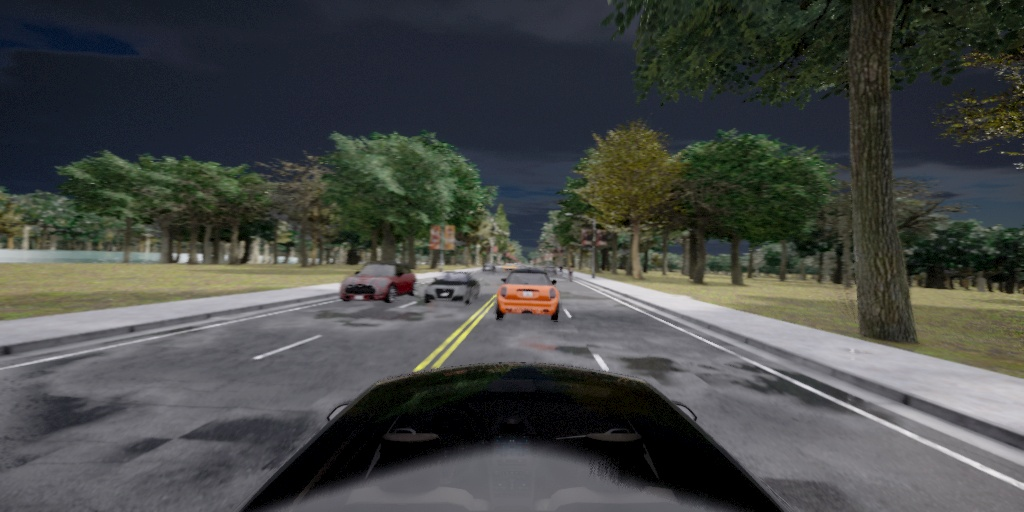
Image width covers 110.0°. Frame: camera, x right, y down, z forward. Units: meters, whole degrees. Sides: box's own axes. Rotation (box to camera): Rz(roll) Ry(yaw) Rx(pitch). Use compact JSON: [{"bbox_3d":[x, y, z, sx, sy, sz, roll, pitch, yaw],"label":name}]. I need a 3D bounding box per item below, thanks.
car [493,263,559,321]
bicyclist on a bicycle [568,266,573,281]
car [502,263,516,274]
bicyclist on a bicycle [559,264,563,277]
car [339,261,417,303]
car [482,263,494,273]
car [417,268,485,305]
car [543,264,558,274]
[{"bbox_3d":[0.623,1.270,13.593,2.097,1.767,4.553,2,-1,3],"label":"car"},{"bbox_3d":[5.896,1.823,36.029,0.582,1.620,1.656,2,-1,3],"label":"bicyclist on a bicycle"},{"bbox_3d":[-0.384,1.935,57.535,1.882,1.535,5.008,2,-1,4],"label":"car"},{"bbox_3d":[6.552,1.920,47.933,0.659,1.776,1.843,2,-1,3],"label":"bicyclist on a bicycle"},{"bbox_3d":[-5.925,1.094,16.463,2.097,1.767,4.553,2,-1,3],"label":"car"},{"bbox_3d":[-3.650,1.840,57.318,2.128,1.511,4.902,2,-1,4],"label":"car"},{"bbox_3d":[-2.663,1.415,16.717,1.994,1.385,4.181,2,-1,3],"label":"car"},{"bbox_3d":[6.431,2.209,60.227,2.128,1.511,4.902,2,-1,3],"label":"car"}]
